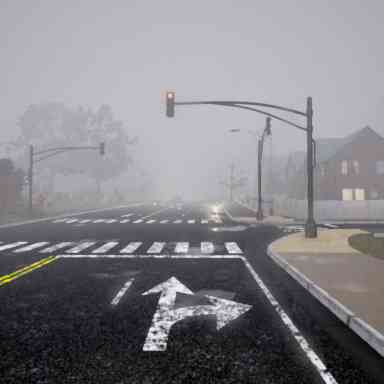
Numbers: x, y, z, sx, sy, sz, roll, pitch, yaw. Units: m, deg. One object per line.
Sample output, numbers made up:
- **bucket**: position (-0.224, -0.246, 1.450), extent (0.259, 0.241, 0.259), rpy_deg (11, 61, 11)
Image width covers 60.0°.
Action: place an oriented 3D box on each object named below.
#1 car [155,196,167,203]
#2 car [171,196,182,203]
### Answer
- **car**: position (-6.319, 1.497, 68.173), extent (1.882, 1.535, 5.008), rpy_deg (0, 0, 5)
- **car**: position (-3.085, 1.536, 67.855), extent (1.812, 1.442, 4.674), rpy_deg (0, 0, 5)
